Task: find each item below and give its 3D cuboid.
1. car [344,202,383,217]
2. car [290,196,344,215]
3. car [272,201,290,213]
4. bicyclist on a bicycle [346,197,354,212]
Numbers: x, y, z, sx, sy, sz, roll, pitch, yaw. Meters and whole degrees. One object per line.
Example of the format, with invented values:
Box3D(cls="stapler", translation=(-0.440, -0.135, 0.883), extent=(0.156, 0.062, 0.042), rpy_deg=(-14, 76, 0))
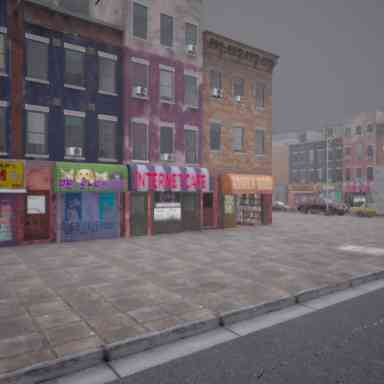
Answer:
Box3D(cls="car", translation=(16.174, 1.572, 28.799), extent=(1.752, 1.417, 4.829), rpy_deg=(0, 0, -35))
Box3D(cls="car", translation=(12.909, 1.376, 33.376), extent=(2.192, 1.841, 5.009), rpy_deg=(0, 0, -35))
Box3D(cls="car", translation=(9.744, 1.657, 37.815), extent=(1.802, 1.307, 4.206), rpy_deg=(0, 0, -35))
Box3D(cls="bicyclist on a bicycle", translation=(17.464, 1.373, 36.715), extent=(1.656, 1.620, 0.582), rpy_deg=(0, 0, -35))
